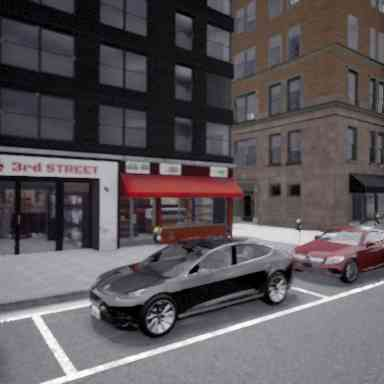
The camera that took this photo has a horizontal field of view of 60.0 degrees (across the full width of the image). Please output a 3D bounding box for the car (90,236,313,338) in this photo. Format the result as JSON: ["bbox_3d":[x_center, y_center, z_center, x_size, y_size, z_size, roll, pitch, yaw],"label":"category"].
[{"bbox_3d":[0.218,1.606,6.678,4.313,1.339,1.947,1,-1,-35],"label":"car"}]

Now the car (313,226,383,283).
[{"bbox_3d":[4.708,1.679,9.857,4.206,1.307,1.802,1,-1,-35],"label":"car"}]
